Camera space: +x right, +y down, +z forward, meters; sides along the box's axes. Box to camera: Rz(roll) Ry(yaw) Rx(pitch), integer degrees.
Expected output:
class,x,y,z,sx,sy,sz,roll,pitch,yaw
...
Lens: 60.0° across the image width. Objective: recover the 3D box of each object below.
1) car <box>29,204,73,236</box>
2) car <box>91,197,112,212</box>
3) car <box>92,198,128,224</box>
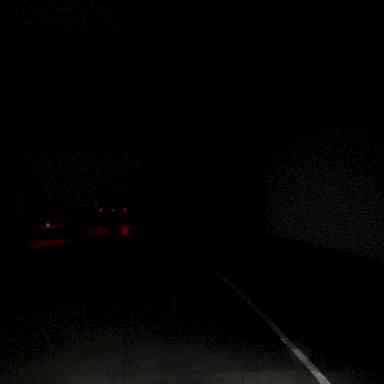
class,x,y,z,sx,sy,sz,roll,pitch,yaw
car,-7.693,1.419,18.411,1.882,1.535,5.008,0,1,-17
car,-10.563,1.398,38.527,2.033,1.411,5.357,0,0,-18
car,-5.996,1.255,24.510,2.097,1.767,4.553,0,0,-18
